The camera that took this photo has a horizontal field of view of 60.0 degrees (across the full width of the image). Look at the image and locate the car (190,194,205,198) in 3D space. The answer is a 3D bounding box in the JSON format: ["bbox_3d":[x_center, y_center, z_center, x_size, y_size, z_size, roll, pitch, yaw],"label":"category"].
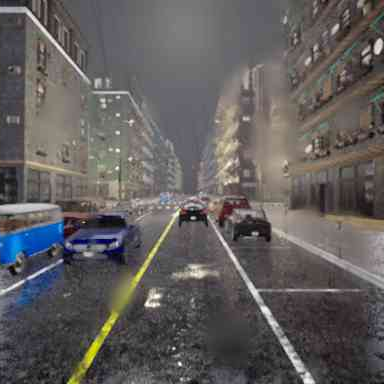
[{"bbox_3d":[0.063,1.245,32.869,1.801,1.575,5.366,0,0,0],"label":"car"}]

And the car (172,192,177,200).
[{"bbox_3d":[-5.387,1.120,81.840,2.008,1.369,4.403,2,0,0],"label":"car"}]

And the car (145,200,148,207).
[{"bbox_3d":[-5.330,1.341,32.665,2.008,1.369,4.403,2,0,0],"label":"car"}]

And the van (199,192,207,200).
[{"bbox_3d":[2.504,0.930,76.222,1.690,1.788,3.998,1,0,0],"label":"van"}]

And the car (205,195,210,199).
[{"bbox_3d":[2.550,1.315,32.838,1.752,1.417,4.829,2,0,0],"label":"car"}]

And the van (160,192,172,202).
[{"bbox_3d":[-5.361,0.973,65.236,1.690,1.788,3.998,2,0,0],"label":"van"}]

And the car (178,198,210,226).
[{"bbox_3d":[0.076,1.380,22.031,1.812,1.442,4.674,0,0,0],"label":"car"}]

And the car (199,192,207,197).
[{"bbox_3d":[2.512,1.177,65.151,1.887,1.381,4.507,1,0,0],"label":"car"}]

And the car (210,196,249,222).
[{"bbox_3d":[2.569,1.174,21.337,2.192,1.841,5.009,2,0,0],"label":"car"}]

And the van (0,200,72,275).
[{"bbox_3d":[-5.297,1.274,10.004,1.690,1.788,3.998,2,0,0],"label":"van"}]

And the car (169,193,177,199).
[{"bbox_3d":[-5.400,1.103,92.913,1.947,1.339,4.313,2,0,0],"label":"car"}]

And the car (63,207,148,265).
[{"bbox_3d":[-2.848,1.448,11.502,1.812,1.442,4.674,0,0,0],"label":"car"}]

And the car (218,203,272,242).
[{"bbox_3d":[2.569,1.446,15.674,2.008,1.369,4.403,2,0,0],"label":"car"}]

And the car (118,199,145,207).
[{"bbox_3d":[-5.324,1.390,27.000,1.947,1.339,4.313,2,0,0],"label":"car"}]

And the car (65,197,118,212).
[{"bbox_3d":[-5.303,1.211,15.669,2.192,1.841,5.009,2,0,0],"label":"car"}]
